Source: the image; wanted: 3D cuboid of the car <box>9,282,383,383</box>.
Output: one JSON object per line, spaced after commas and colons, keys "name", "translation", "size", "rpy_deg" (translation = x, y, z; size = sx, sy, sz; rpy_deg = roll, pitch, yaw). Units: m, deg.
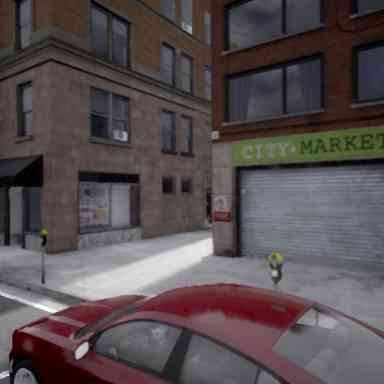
{"name": "car", "translation": [0.080, 1.557, 3.021], "size": [4.507, 1.381, 1.887], "rpy_deg": [-1, 0, 36]}
